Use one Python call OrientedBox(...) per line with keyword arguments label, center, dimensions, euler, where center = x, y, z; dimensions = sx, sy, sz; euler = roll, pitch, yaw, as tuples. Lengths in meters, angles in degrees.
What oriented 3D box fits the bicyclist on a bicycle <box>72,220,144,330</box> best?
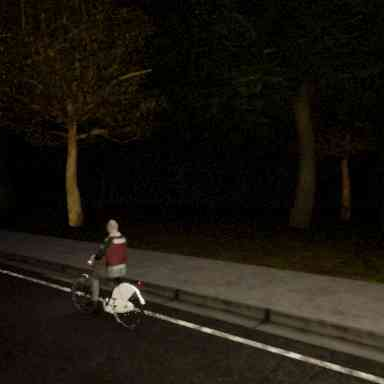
OrientedBox(label="bicyclist on a bicycle", center=(-1.515, 1.357, 5.739), dimensions=(1.843, 1.776, 0.659), euler=(0, 0, 36))
